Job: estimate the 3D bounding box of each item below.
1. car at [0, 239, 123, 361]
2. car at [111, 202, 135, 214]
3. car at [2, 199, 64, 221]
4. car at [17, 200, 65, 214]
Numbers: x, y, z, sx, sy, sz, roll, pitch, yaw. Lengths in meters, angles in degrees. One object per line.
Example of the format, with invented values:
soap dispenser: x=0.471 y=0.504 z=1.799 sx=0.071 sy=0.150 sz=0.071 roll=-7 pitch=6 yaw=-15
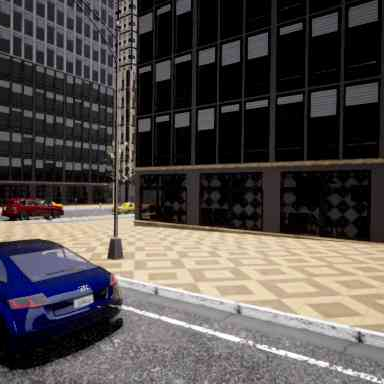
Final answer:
car: x=-3.235 y=1.561 z=5.973 sx=4.181 sy=1.385 sz=1.994 roll=0 pitch=0 yaw=34
car: x=-7.071 y=1.830 z=38.420 sx=1.752 sy=1.417 sz=4.829 roll=1 pitch=0 yaw=36
car: x=-13.835 y=1.520 z=29.184 sx=2.192 sy=1.841 sz=5.009 roll=1 pitch=0 yaw=36
car: x=-17.367 y=1.643 z=38.546 sx=1.752 sy=1.417 sz=4.829 roll=1 pitch=0 yaw=36
